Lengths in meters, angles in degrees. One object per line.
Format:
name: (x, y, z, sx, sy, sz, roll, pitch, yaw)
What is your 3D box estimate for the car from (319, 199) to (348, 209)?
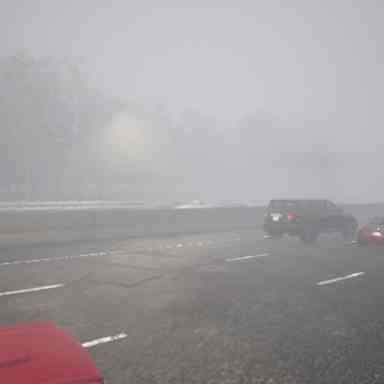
car: (23.329, 1.882, 54.940, 4.902, 1.511, 2.128, 0, 0, -35)

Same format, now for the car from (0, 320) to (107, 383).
car: (-2.793, 1.592, 1.750, 4.718, 1.301, 1.895, 0, 0, -36)

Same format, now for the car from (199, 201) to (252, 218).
car: (3.260, 1.635, 32.107, 4.902, 1.511, 2.128, 1, 0, -35)

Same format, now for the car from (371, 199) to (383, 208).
car: (33.631, 2.029, 57.965, 5.357, 1.411, 2.033, 1, 0, -35)

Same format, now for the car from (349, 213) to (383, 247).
car: (9.055, 1.668, 14.503, 4.181, 1.385, 1.994, 1, 0, -36)

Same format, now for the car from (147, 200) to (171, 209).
car: (-2.650, 1.618, 36.490, 4.902, 1.511, 2.128, 1, 0, -35)

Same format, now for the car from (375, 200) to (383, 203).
car: (28.483, 2.005, 49.990, 4.718, 1.301, 1.895, 0, 0, -35)

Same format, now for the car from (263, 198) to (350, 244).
car: (5.974, 1.316, 16.606, 5.566, 2.045, 2.150, 0, 0, -35)

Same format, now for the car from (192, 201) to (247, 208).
car: (2.463, 1.682, 27.242, 4.181, 1.385, 1.994, 0, 0, -35)

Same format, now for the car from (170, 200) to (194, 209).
car: (0.490, 1.662, 34.431, 4.674, 1.442, 1.812, 1, 0, -35)
